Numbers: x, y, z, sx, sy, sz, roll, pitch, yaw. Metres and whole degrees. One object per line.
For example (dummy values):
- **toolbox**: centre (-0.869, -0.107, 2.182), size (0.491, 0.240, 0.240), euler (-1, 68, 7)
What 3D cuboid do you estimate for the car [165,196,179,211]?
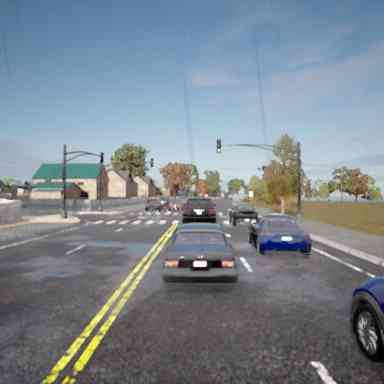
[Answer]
- **car**: centre (-1.983, 1.696, 45.833), size (2.097, 1.767, 4.553), euler (0, 0, 3)

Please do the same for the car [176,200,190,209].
- **car**: centre (-1.447, 2.020, 54.764), size (1.895, 1.301, 4.718), euler (0, 0, 4)

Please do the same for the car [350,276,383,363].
- **car**: centre (3.384, 1.372, 3.089), size (2.097, 1.767, 4.553), euler (0, 0, 0)

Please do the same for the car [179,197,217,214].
- **car**: centre (0.505, 1.382, 22.866), size (2.150, 2.045, 5.566), euler (0, 0, 1)

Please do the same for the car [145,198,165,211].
- **car**: centre (-5.216, 1.914, 46.159), size (1.994, 1.385, 4.181), euler (0, 0, 4)

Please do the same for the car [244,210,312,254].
- **car**: centre (3.518, 1.658, 13.942), size (1.994, 1.385, 4.181), euler (0, 0, 3)

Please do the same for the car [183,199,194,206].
- **car**: centre (-0.658, 2.039, 65.357), size (1.812, 1.442, 4.674), euler (0, -1, 5)

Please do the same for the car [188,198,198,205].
- **car**: centre (0.193, 2.134, 75.482), size (1.812, 1.442, 4.674), euler (0, -1, 5)

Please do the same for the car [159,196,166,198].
- **car**: centre (-4.600, 1.658, 56.337), size (2.150, 2.045, 5.566), euler (0, -1, 4)

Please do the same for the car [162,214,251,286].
- **car**: centre (0.206, 1.613, 9.668), size (2.033, 1.411, 5.357), euler (0, 0, 1)

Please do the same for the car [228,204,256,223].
- **car**: centre (3.822, 1.678, 24.961), size (1.837, 1.490, 4.892), euler (0, 0, 2)
